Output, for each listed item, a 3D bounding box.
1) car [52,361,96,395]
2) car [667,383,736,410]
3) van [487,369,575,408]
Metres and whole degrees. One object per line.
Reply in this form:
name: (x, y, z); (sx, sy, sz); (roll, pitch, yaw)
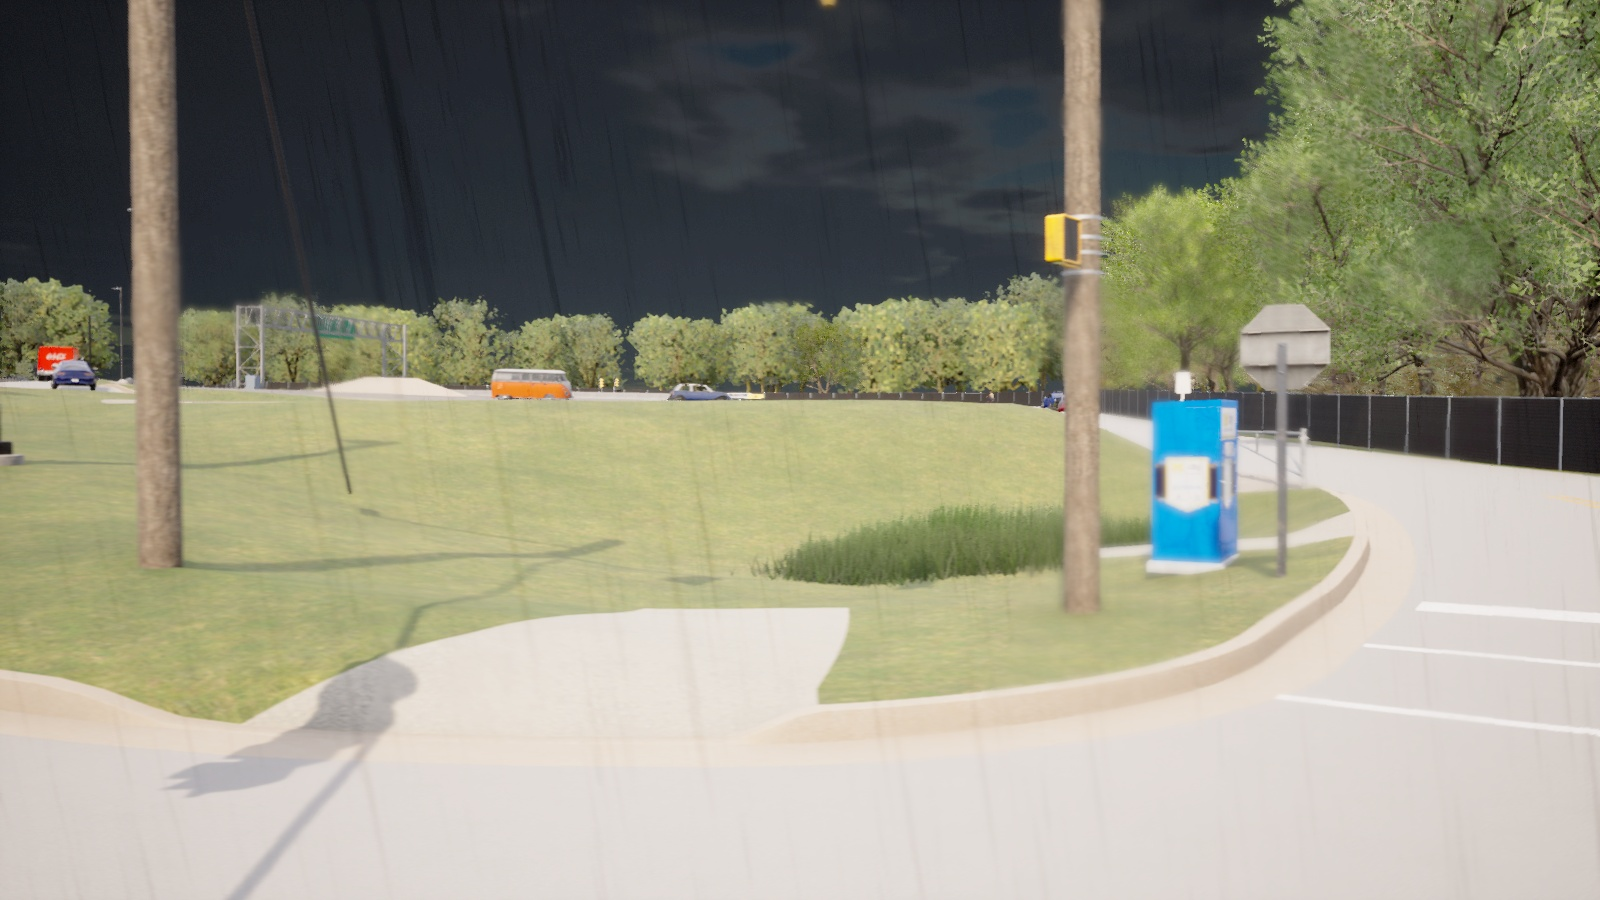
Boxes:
car: (-36.041, -3.583, 62.305); (1.812, 1.442, 4.674); (0, 5, -31)
car: (-5.851, -3.161, 74.077); (3.806, 1.475, 1.970); (1, 3, -11)
van: (-14.919, -3.427, 69.775); (4.442, 1.987, 1.775); (2, 4, 4)
